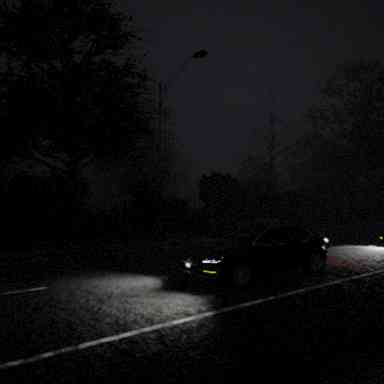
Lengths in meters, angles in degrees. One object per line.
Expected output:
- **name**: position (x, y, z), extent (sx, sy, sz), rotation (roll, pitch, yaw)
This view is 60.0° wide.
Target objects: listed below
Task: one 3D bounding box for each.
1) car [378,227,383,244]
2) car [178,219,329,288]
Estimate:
- **car**: position (10.397, 1.726, 15.177), extent (4.181, 1.385, 1.994), rotation (1, 0, -34)
- **car**: position (1.913, 1.569, 9.489), extent (4.892, 1.490, 1.837), rotation (1, -1, -34)
